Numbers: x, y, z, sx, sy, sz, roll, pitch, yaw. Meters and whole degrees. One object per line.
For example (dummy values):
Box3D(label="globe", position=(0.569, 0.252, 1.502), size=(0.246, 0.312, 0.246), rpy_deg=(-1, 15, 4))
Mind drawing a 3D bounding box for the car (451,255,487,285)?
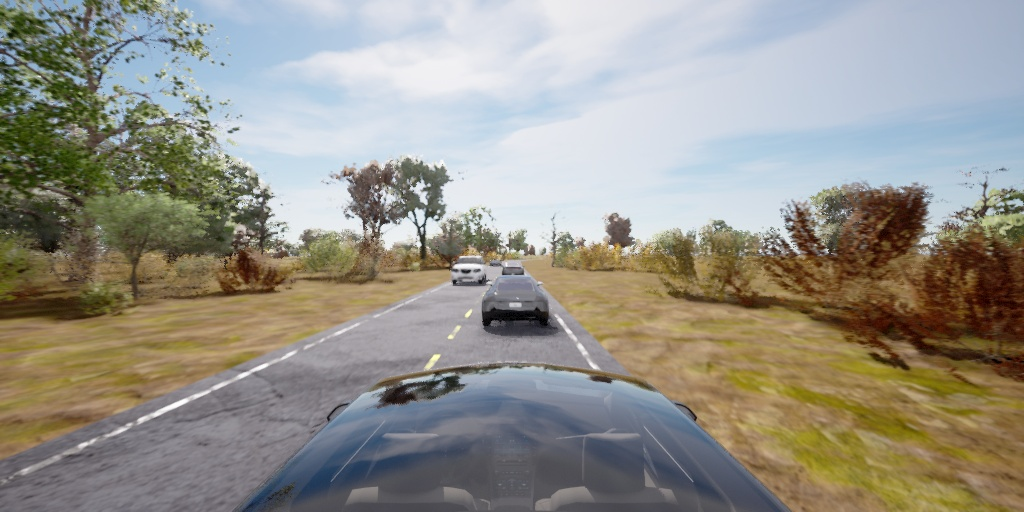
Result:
Box3D(label="car", position=(-3.107, 0.977, 26.825), size=(2.150, 2.045, 5.566), rpy_deg=(0, 0, 0))

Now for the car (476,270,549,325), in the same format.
Box3D(label="car", position=(0.093, 1.316, 11.858), size=(1.994, 1.385, 4.181), rpy_deg=(0, 0, 0))

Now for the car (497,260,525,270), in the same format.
Box3D(label="car", position=(0.087, 1.246, 30.787), size=(2.128, 1.511, 4.902), rpy_deg=(0, 0, 0))
